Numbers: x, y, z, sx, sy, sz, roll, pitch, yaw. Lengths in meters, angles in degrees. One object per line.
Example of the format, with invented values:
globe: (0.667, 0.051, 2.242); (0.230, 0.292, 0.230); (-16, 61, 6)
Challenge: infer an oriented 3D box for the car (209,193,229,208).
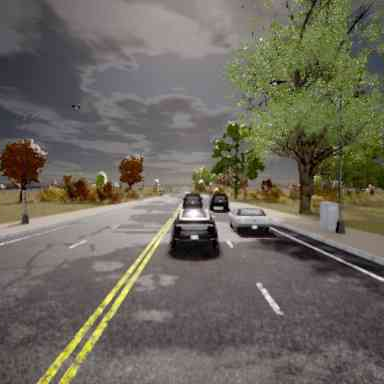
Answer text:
car: (3.309, 1.165, 41.278); (2.150, 2.045, 5.566); (0, 0, 0)

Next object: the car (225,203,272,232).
car: (3.346, 1.578, 19.969); (1.895, 1.301, 4.718); (0, 0, 0)

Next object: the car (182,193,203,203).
car: (0.075, 1.174, 36.524); (2.150, 2.045, 5.566); (0, 0, 0)

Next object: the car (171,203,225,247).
car: (0.097, 1.476, 14.893); (2.128, 1.511, 4.902); (0, 0, 0)
